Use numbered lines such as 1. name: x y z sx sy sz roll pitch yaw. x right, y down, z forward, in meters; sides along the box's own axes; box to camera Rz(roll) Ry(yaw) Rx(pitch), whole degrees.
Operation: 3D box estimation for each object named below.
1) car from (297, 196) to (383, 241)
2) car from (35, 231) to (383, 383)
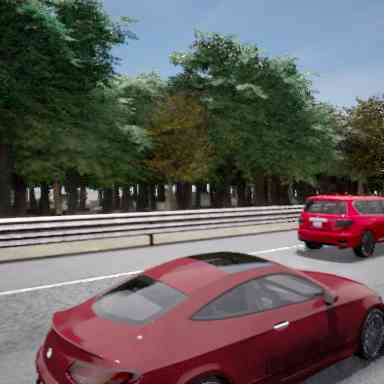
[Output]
1. car: 6.347 1.153 12.586 5.566 2.045 2.150 0 0 -36
2. car: 0.611 1.510 4.188 4.674 1.442 1.812 0 0 -36
